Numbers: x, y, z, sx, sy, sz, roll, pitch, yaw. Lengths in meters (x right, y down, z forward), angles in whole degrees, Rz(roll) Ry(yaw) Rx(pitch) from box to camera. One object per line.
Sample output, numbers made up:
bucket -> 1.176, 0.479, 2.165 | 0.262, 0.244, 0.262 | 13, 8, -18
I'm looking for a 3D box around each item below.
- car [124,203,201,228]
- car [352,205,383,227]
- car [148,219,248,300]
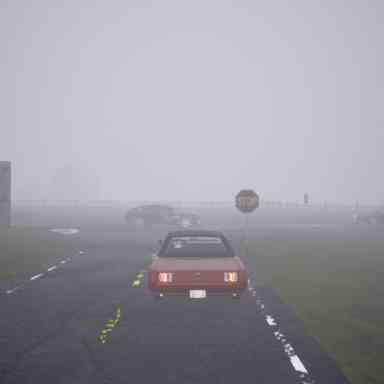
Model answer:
car -> -1.837, 1.496, 21.246 | 4.892, 1.490, 1.837 | 1, 0, 0
car -> 14.322, 1.718, 24.273 | 4.902, 1.511, 2.128 | 1, -1, 0
car -> 0.074, 1.603, 8.386 | 1.895, 1.301, 4.718 | 0, 0, -1
